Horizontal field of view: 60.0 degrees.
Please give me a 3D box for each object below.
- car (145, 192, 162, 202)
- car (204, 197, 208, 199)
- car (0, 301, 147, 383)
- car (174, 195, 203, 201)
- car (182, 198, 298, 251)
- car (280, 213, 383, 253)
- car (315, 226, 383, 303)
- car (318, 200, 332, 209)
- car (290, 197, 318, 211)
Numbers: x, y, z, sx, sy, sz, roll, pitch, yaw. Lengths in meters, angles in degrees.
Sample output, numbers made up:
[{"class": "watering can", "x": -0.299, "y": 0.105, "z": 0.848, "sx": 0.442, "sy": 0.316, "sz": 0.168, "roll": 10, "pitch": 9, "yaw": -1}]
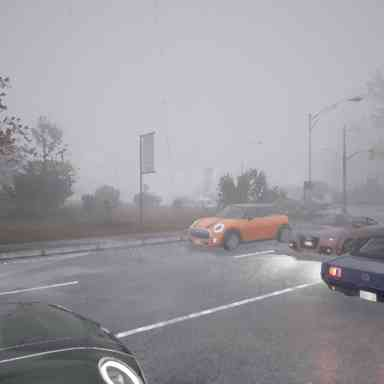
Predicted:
[{"class": "car", "x": -7.564, "y": 1.021, "z": 60.079, "sx": 2.150, "sy": 2.045, "sz": 5.566, "roll": -1, "pitch": 0, "yaw": -38}, {"class": "car", "x": 1.279, "y": 1.291, "z": 54.546, "sx": 1.812, "sy": 1.442, "sz": 4.674, "roll": -1, "pitch": 0, "yaw": -38}, {"class": "car", "x": -2.483, "y": 1.352, "z": 1.952, "sx": 4.553, "sy": 1.767, "sz": 2.097, "roll": 0, "pitch": 0, "yaw": -36}, {"class": "car", "x": -0.969, "y": 1.287, "z": 51.752, "sx": 2.128, "sy": 1.511, "sz": 4.902, "roll": -1, "pitch": 0, "yaw": -38}, {"class": "car", "x": 2.062, "y": 1.313, "z": 14.043, "sx": 4.553, "sy": 1.767, "sz": 2.097, "roll": 0, "pitch": 0, "yaw": -35}, {"class": "car", "x": 5.493, "y": 1.512, "z": 12.188, "sx": 4.181, "sy": 1.385, "sz": 1.994, "roll": -1, "pitch": 0, "yaw": -35}, {"class": "car", "x": 4.989, "y": 1.573, "z": 7.289, "sx": 4.718, "sy": 1.301, "sz": 1.895, "roll": 0, "pitch": 0, "yaw": -35}, {"class": "car", "x": 13.580, "y": 1.303, "z": 39.150, "sx": 2.033, "sy": 1.411, "sz": 5.357, "roll": -1, "pitch": 0, "yaw": -39}, {"class": "car", "x": 10.947, "y": 1.291, "z": 36.839, "sx": 1.837, "sy": 1.490, "sz": 4.892, "roll": -1, "pitch": 0, "yaw": -39}]
